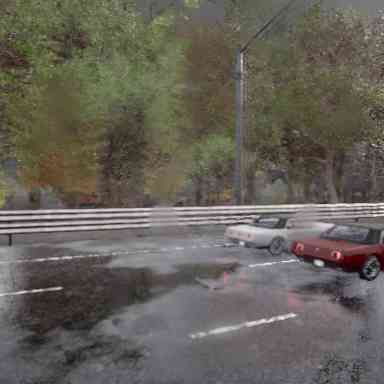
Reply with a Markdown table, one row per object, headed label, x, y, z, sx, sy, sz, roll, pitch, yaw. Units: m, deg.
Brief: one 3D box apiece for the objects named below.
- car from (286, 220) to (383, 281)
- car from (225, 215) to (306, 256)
| label | x | y | z | sx | sy | sz | roll | pitch | yaw |
| --- | --- | --- | --- | --- | --- | --- | --- | --- | --- |
| car | 5.298 | 1.576 | 9.675 | 4.718 | 1.301 | 1.895 | 0 | 1 | -26 |
| car | 3.750 | 1.539 | 12.815 | 4.718 | 1.301 | 1.895 | 0 | 0 | -26 |
